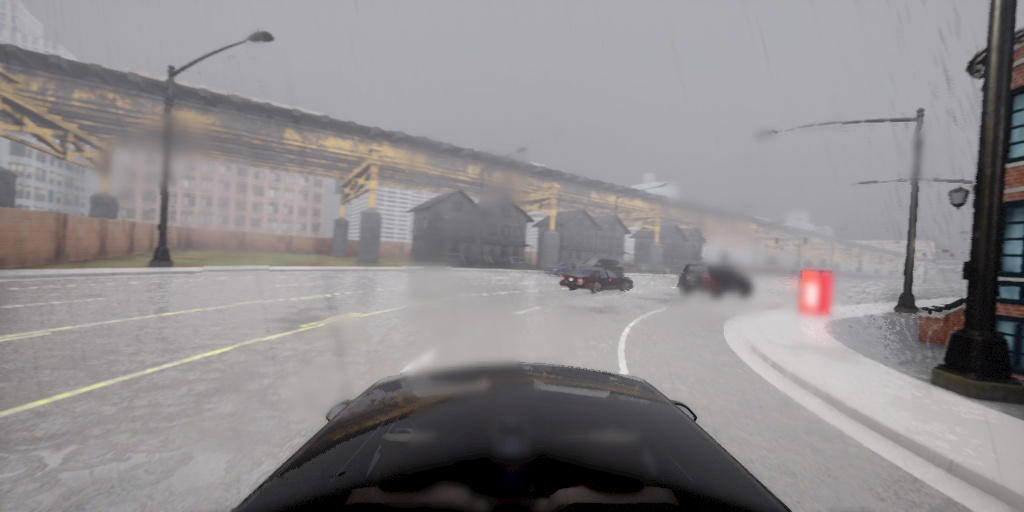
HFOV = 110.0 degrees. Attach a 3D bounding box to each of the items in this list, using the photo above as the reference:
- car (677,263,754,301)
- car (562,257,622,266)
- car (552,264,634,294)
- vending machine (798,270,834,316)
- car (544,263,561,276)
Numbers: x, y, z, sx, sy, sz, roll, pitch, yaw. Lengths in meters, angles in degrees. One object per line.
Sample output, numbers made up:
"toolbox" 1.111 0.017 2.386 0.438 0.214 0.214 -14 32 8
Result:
"car" 12.565 1.548 22.036 5.566 2.045 2.150 3 1 -32
"car" 7.372 1.141 31.358 5.566 2.045 2.150 3 1 -32
"car" 5.100 1.424 21.225 5.357 1.411 2.033 3 1 -41
"vending machine" 13.170 1.622 15.623 0.880 2.100 1.100 0 0 -32
"car" 5.243 1.288 34.152 4.674 1.442 1.812 3 1 -32
